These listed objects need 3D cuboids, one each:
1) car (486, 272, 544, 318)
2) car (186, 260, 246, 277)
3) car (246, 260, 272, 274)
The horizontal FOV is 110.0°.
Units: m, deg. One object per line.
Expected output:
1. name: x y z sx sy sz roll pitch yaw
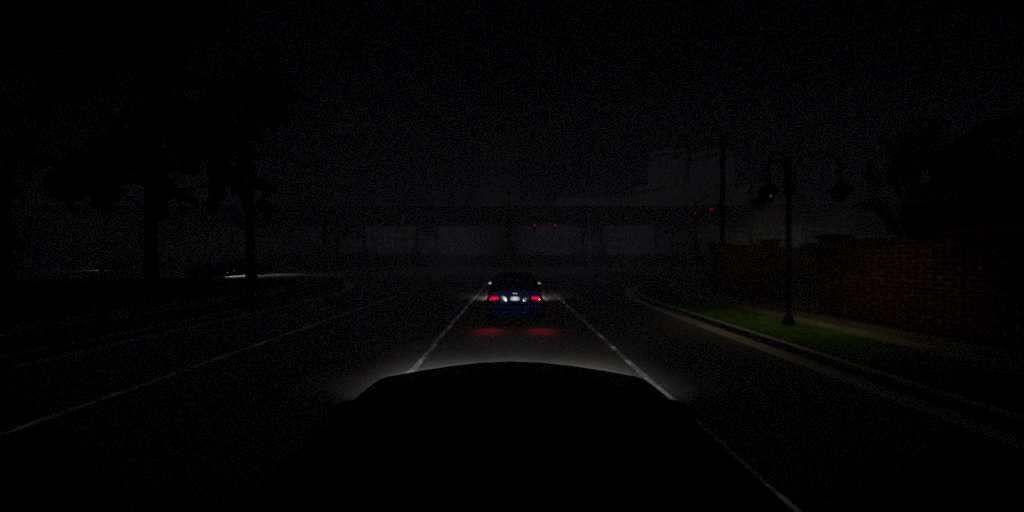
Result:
1. car: 0.093 1.275 12.843 2.033 1.411 5.357 0 0 0
2. car: -28.578 1.251 34.355 4.181 1.385 1.994 0 0 2
3. car: -28.097 1.158 37.843 5.008 1.535 1.882 0 0 2
